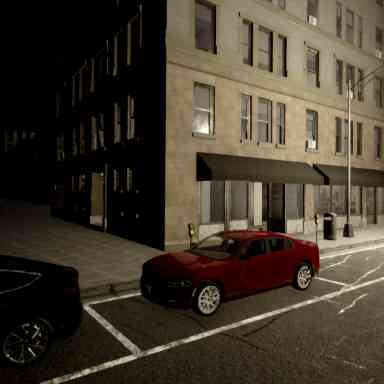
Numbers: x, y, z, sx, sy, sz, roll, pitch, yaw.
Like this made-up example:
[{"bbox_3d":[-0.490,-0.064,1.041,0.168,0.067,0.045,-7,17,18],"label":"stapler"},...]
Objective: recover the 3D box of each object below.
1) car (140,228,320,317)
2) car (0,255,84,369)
[{"bbox_3d":[1.017,1.545,7.477,4.507,1.381,1.887,0,1,-35],"label":"car"},{"bbox_3d":[-3.604,1.566,4.187,4.313,1.339,1.947,0,1,-35],"label":"car"}]
